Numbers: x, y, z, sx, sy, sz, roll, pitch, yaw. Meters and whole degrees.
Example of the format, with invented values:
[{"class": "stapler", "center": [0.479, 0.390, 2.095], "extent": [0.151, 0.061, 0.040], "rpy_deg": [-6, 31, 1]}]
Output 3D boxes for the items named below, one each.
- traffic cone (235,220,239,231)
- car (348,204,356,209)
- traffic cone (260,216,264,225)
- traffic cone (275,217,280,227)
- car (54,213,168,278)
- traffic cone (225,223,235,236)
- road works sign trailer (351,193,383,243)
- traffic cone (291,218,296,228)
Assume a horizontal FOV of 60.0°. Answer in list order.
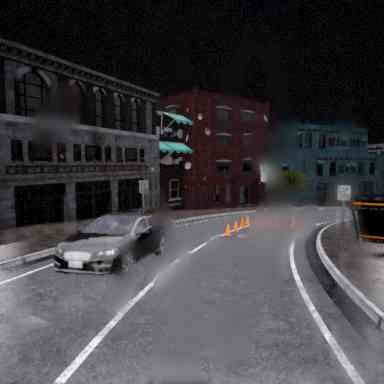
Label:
[{"class": "traffic cone", "center": [2.495, 1.903, 18.887], "extent": [0.340, 0.580, 0.340], "rpy_deg": [2, 1, 19]}, {"class": "car", "center": [23.230, 1.824, 44.437], "extent": [5.357, 1.411, 2.033], "rpy_deg": [2, 3, -29]}, {"class": "traffic cone", "center": [4.734, 1.933, 22.340], "extent": [0.340, 0.580, 0.340], "rpy_deg": [2, 1, 19]}, {"class": "traffic cone", "center": [5.675, 1.971, 22.019], "extent": [0.340, 0.580, 0.340], "rpy_deg": [2, 1, 18]}, {"class": "car", "center": [-2.158, 1.422, 10.184], "extent": [2.128, 1.511, 4.902], "rpy_deg": [1, 0, 14]}, {"class": "traffic cone", "center": [1.845, 1.904, 16.996], "extent": [0.340, 0.580, 0.340], "rpy_deg": [2, 0, 19]}, {"class": "road works sign trailer", "center": [7.117, 1.155, 10.558], "extent": [3.560, 2.380, 2.880], "rpy_deg": [2, 45, 37]}, {"class": "traffic cone", "center": [6.621, 2.010, 21.699], "extent": [0.340, 0.580, 0.340], "rpy_deg": [2, 1, 19]}]
